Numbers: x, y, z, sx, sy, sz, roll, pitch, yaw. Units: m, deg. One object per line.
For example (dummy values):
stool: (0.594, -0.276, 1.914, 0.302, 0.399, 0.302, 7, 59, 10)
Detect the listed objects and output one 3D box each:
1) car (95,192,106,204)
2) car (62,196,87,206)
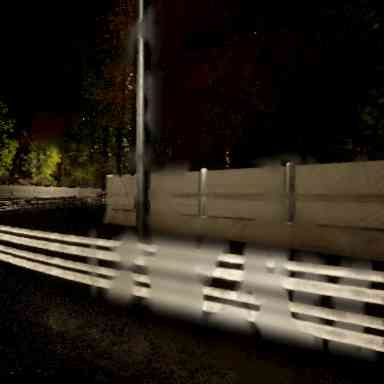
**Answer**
car: (-15.881, 1.106, 61.859, 2.150, 2.045, 5.566, 0, 0, 13)
car: (-18.172, 1.363, 51.814, 1.882, 1.535, 5.008, 0, 0, 13)
